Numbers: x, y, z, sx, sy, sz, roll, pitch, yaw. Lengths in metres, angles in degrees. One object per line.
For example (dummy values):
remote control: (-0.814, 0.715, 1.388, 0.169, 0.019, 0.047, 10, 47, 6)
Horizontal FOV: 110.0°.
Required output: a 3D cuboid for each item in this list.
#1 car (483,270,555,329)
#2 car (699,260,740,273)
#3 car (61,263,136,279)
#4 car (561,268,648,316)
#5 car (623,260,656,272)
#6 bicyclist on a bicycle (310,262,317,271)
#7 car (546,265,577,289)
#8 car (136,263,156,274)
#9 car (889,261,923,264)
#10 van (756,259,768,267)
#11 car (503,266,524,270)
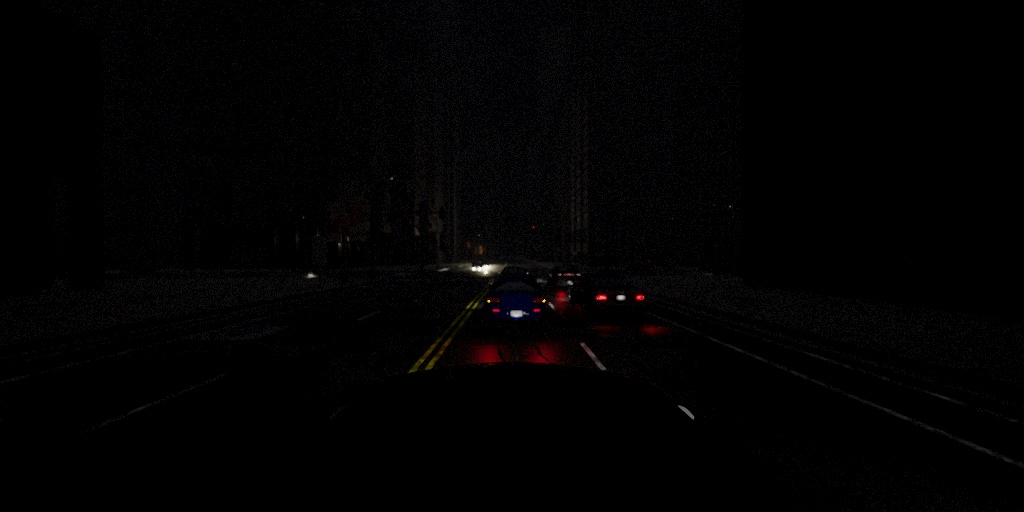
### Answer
car: (0.091, 1.309, 11.309, 1.812, 1.442, 4.674, 0, -1, -1)
car: (25.916, 1.297, 44.433, 5.008, 1.535, 1.882, 0, 1, 0)
car: (-40.843, 1.575, 35.483, 4.829, 1.417, 1.751, 0, 0, 0)
car: (3.346, 1.337, 13.549, 2.033, 1.411, 5.357, 0, 0, 0)
car: (16.669, 1.241, 47.158, 4.097, 1.591, 1.967, 0, 0, 0)
bicyclist on a bicycle: (-25.901, 1.170, 46.878, 0.582, 1.620, 1.656, 0, 1, 0)
car: (3.338, 1.310, 23.296, 2.128, 1.511, 4.902, 0, 0, 0)
car: (-46.440, 1.520, 44.002, 4.507, 1.381, 1.888, 0, 0, 0)
car: (43.828, 1.307, 38.489, 4.097, 1.591, 1.967, 0, 0, 0)
van: (27.508, 1.224, 38.575, 3.998, 1.789, 1.690, 0, 0, 0)
car: (0.086, 1.365, 23.022, 2.033, 1.411, 5.357, 0, 0, 0)
